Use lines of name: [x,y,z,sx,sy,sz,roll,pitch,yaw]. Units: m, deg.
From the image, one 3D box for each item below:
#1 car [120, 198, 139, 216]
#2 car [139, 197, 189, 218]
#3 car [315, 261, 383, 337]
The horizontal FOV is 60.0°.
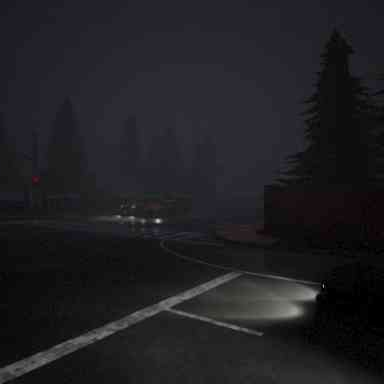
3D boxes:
car: [-4.958,1.341,32.857,2.097,1.767,4.553,0,0,35]
car: [-2.226,1.468,30.662,1.882,1.535,5.008,0,0,35]
car: [4.752,1.548,4.875,5.357,1.411,2.033,0,0,36]
